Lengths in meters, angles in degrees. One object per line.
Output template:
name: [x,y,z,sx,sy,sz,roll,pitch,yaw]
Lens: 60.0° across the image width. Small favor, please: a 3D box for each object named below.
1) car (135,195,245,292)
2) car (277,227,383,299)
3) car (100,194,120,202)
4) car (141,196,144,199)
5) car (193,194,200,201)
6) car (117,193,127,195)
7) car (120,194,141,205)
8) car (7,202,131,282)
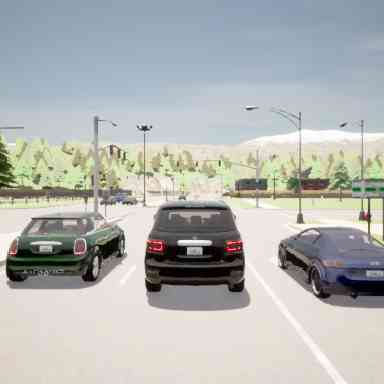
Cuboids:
car: [0.075,1.221,9.051,2.150,2.045,5.566,0,0,1]
car: [3.578,1.564,8.505,1.994,1.385,4.181,0,0,0]
car: [-14.392,1.564,57.206,1.994,1.385,4.181,0,0,1]
car: [-10.658,1.526,67.874,1.812,1.442,4.674,0,0,1]
car: [1.116,1.311,83.397,1.882,1.535,5.008,0,0,1]
car: [-14.186,1.221,66.561,2.150,2.045,5.566,0,0,1]
car: [-10.864,1.547,58.292,2.033,1.411,5.357,0,0,1]
car: [-3.417,1.352,9.946,2.097,1.767,4.553,0,0,0]
